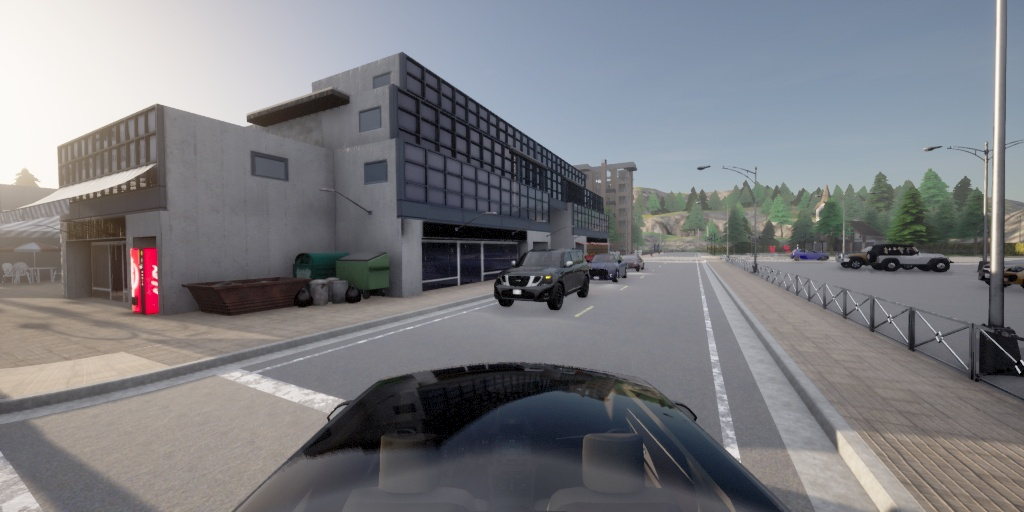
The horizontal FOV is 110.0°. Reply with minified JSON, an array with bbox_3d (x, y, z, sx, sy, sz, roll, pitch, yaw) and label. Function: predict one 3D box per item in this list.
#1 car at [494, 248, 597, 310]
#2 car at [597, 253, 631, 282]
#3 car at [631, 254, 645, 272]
[{"bbox_3d":[1.409,0.730,13.849,2.150,2.045,5.566,0,1,27],"label":"car"},{"bbox_3d":[5.872,0.627,22.615,2.097,1.767,4.553,0,1,27],"label":"car"},{"bbox_3d":[10.519,0.559,31.731,1.812,1.442,4.674,0,1,27],"label":"car"}]
